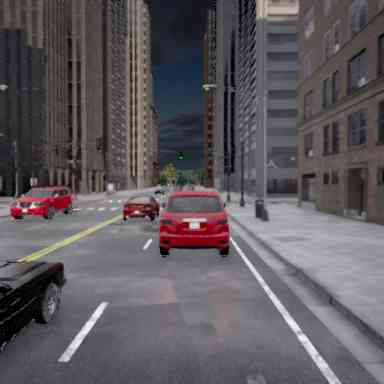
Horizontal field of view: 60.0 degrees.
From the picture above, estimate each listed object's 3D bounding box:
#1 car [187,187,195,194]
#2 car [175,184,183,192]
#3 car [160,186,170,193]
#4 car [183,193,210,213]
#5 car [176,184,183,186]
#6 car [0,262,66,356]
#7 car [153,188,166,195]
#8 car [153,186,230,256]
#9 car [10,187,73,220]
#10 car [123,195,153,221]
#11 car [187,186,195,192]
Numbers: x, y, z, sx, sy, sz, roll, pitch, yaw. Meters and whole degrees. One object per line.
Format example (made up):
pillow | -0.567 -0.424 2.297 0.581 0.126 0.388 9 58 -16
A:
car | -0.186 -0.431 80.255 1.837 1.490 4.892 0 1 0
car | -3.460 -1.095 90.686 2.150 2.045 5.566 0 1 0
car | -6.694 -0.668 83.830 2.097 1.767 4.553 0 1 0
car | 0.490 0.857 28.086 1.812 1.442 4.674 0 1 6
car | -3.436 -0.584 80.631 2.097 1.767 4.553 0 1 0
car | -3.158 1.508 3.826 1.895 1.301 4.718 0 1 0
car | -6.659 -0.098 68.299 2.033 1.411 5.357 0 1 0
car | 0.071 0.942 11.899 2.150 2.045 5.566 0 2 0
car | -9.848 0.692 22.372 2.150 2.045 5.566 0 1 0
car | -3.200 0.961 21.730 1.882 1.535 5.008 0 1 0
car | -0.210 -0.780 90.671 2.033 1.411 5.357 0 1 0
